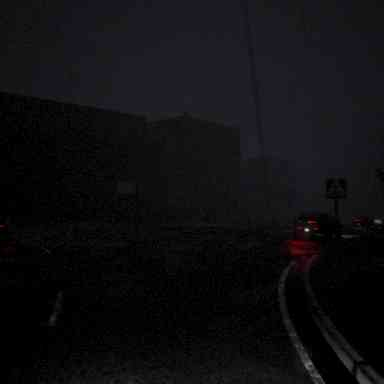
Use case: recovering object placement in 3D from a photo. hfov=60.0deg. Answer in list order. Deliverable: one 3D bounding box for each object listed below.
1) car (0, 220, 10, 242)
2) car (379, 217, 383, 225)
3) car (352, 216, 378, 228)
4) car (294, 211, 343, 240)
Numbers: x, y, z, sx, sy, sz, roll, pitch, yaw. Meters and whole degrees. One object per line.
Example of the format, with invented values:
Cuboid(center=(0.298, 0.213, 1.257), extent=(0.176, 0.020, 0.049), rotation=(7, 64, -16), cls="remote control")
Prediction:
Cuboid(center=(-10.428, 1.697, 16.240), extent=(1.994, 1.385, 4.181), rotation=(0, 0, -42), cls="car")
Cuboid(center=(25.180, 3.835, 41.501), extent=(1.882, 1.535, 5.008), rotation=(-1, -4, 40), cls="car")
Cuboid(center=(22.251, 3.849, 43.073), extent=(1.837, 1.490, 4.892), rotation=(-1, -4, 40), cls="car")
Cuboid(center=(7.529, 1.940, 19.653), extent=(1.837, 1.490, 4.892), rotation=(0, -4, 36), cls="car")
